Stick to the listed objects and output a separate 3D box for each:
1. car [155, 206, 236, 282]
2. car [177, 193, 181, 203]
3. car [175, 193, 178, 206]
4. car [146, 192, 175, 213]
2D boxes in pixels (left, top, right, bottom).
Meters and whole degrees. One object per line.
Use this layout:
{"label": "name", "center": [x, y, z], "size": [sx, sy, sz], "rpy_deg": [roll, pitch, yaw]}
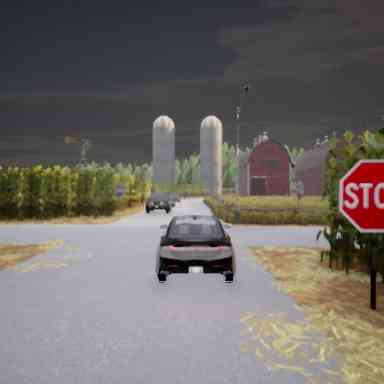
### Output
{"label": "car", "center": [0.090, 1.387, 9.383], "size": [2.128, 1.511, 4.902], "rpy_deg": [0, 1, 0]}
{"label": "car", "center": [-3.122, 0.975, 58.217], "size": [2.097, 1.767, 4.553], "rpy_deg": [0, 1, 1]}
{"label": "car", "center": [-3.185, 1.243, 43.679], "size": [1.812, 1.442, 4.674], "rpy_deg": [0, 0, 0]}
{"label": "car", "center": [-3.189, 0.969, 32.744], "size": [2.150, 2.045, 5.566], "rpy_deg": [0, 0, 0]}
